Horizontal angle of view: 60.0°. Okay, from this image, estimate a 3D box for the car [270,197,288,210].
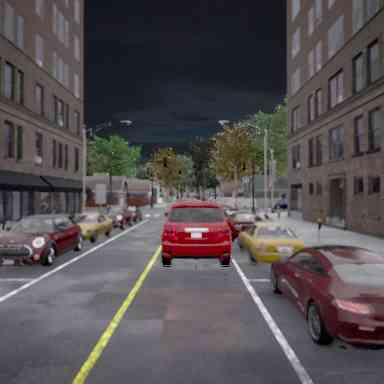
[{"bbox_3d":[13.552,1.710,47.934,4.553,1.767,2.097,0,-1,0],"label":"car"}]

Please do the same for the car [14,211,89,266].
[{"bbox_3d":[-5.350,1.546,11.730,1.967,1.590,4.097,0,-1,0],"label":"car"}]

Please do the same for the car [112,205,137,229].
[{"bbox_3d":[-5.309,1.649,22.767,1.967,1.590,4.097,0,-1,0],"label":"car"}]

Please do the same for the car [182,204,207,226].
[{"bbox_3d":[0.195,1.754,26.976,1.837,1.490,4.892,0,-1,0],"label":"car"}]

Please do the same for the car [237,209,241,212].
[{"bbox_3d":[2.695,1.702,17.221,1.887,1.381,4.507,0,-1,0],"label":"car"}]

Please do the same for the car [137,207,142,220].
[{"bbox_3d":[-5.289,1.842,28.285,1.802,1.307,4.206,0,-1,0],"label":"car"}]

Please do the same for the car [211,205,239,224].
[{"bbox_3d":[2.736,1.827,28.257,1.947,1.339,4.313,0,-1,0],"label":"car"}]

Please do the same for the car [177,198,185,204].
[{"bbox_3d":[-2.764,2.348,83.754,1.812,1.442,4.674,0,-1,0],"label":"car"}]

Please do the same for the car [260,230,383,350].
[{"bbox_3d":[2.655,1.638,6.184,1.802,1.307,4.206,0,-1,0],"label":"car"}]

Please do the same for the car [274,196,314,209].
[{"bbox_3d":[15.615,1.598,51.209,5.566,2.045,2.150,0,-1,-1],"label":"car"}]

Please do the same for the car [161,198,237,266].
[{"bbox_3d":[0.140,1.333,12.104,2.150,2.045,5.566,0,0,0],"label":"car"}]

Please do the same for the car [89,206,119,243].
[{"bbox_3d":[-5.330,1.681,17.078,1.752,1.417,4.829,0,-1,0],"label":"car"}]

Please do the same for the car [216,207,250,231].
[{"bbox_3d":[2.716,1.791,22.738,1.802,1.307,4.206,0,-1,0],"label":"car"}]

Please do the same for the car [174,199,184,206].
[{"bbox_3d":[-2.775,2.268,73.504,1.994,1.385,4.181,0,-1,0],"label":"car"}]

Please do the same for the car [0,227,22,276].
[{"bbox_3d":[-5.370,1.606,6.210,2.008,1.369,4.403,0,-1,0],"label":"car"}]

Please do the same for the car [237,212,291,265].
[{"bbox_3d":[2.676,1.633,11.873,1.752,1.417,4.829,0,-1,0],"label":"car"}]

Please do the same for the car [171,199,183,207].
[{"bbox_3d":[-2.824,2.159,63.616,2.033,1.411,5.357,0,-1,1],"label":"car"}]
